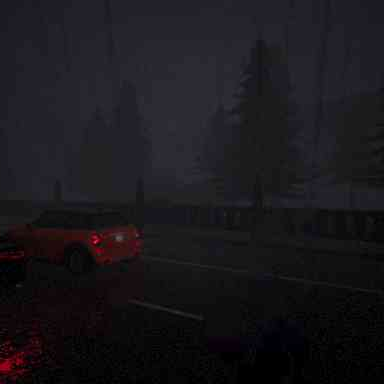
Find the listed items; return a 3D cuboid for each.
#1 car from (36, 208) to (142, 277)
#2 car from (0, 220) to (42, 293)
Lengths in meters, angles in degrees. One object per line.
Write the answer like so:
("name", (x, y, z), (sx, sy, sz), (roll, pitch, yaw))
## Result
("car", (-3.814, 1.281, 10.229), (4.553, 1.767, 2.097), (0, 0, 31))
("car", (-5.790, 1.415, 7.365), (5.008, 1.535, 1.882), (0, 0, 31))
